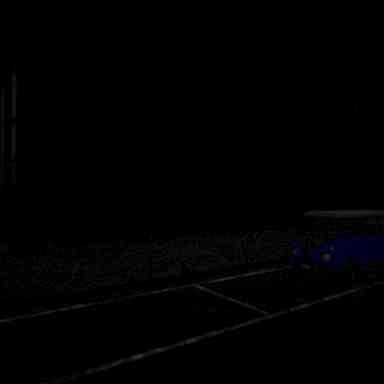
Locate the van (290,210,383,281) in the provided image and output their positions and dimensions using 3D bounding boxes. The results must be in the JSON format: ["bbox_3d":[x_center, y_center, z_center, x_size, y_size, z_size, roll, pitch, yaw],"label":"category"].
[{"bbox_3d":[4.642,1.428,9.855,3.998,1.788,1.690,1,-1,-36],"label":"van"}]
